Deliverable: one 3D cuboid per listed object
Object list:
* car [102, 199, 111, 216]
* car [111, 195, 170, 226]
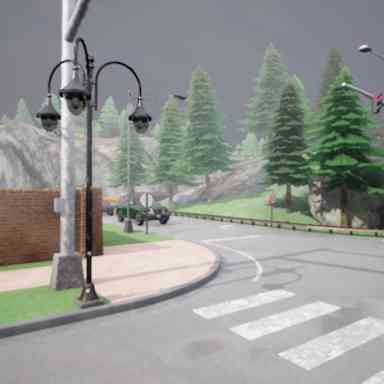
[{"bbox_3d":[-9.325,1.407,32.814,2.097,1.767,4.553,0,0,-34],"label":"car"},{"bbox_3d":[-3.777,1.276,24.551,2.150,2.045,5.566,0,0,-34],"label":"car"}]
